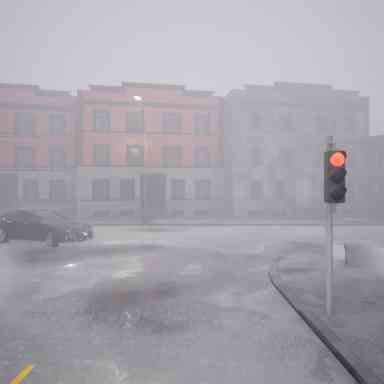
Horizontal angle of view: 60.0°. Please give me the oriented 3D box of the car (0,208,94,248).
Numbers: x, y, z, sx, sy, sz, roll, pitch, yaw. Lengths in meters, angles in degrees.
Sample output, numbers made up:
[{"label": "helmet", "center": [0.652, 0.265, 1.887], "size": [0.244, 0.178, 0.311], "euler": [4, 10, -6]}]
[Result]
[{"label": "car", "center": [-6.603, 1.506, 14.665], "size": [4.892, 1.490, 1.837], "euler": [0, -2, 23]}]
